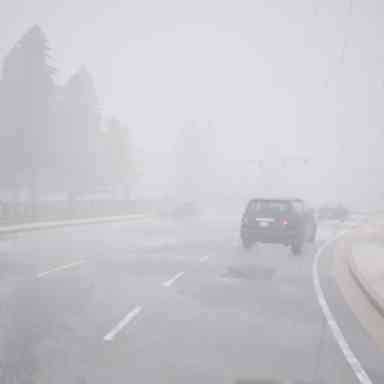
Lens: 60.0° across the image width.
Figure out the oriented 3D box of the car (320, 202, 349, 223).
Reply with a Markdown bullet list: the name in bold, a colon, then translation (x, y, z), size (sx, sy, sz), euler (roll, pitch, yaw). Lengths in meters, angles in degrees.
- **car**: translation (11.561, 1.585, 27.116), size (1.882, 1.535, 5.008), euler (1, 0, 31)

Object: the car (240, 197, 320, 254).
- **car**: translation (3.778, 1.250, 13.989), size (2.150, 2.045, 5.566), euler (0, -1, 28)

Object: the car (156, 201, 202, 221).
- **car**: translation (-0.979, 1.481, 27.096), size (1.837, 1.490, 4.892), euler (1, 0, 31)

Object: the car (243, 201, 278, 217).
- **car**: translation (6.909, 1.657, 33.180), size (1.895, 1.301, 4.718), euler (1, 0, 32)
